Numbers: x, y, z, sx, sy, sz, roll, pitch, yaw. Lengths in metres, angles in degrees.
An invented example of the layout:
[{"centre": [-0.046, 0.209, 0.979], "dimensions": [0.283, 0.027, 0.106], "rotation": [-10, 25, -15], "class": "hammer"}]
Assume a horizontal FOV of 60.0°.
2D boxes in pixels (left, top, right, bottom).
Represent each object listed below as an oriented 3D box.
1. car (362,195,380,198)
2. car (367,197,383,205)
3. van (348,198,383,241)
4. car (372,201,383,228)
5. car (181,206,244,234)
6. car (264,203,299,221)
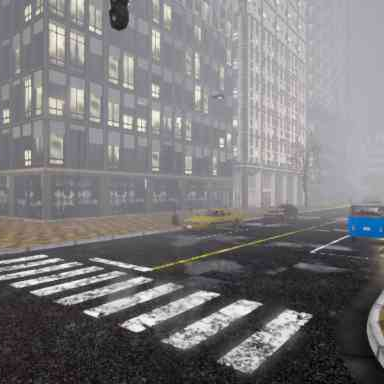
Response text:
[{"centre": [31.179, 1.376, 58.207], "dimensions": [2.192, 1.841, 5.009], "rotation": [0, 0, 38], "class": "car"}, {"centre": [34.571, 1.620, 62.617], "dimensions": [2.008, 1.369, 4.403], "rotation": [0, 0, 38], "class": "car"}, {"centre": [8.719, 1.366, 15.900], "dimensions": [1.690, 1.788, 3.998], "rotation": [0, 0, 38], "class": "van"}, {"centre": [13.679, 1.470, 22.531], "dimensions": [1.967, 1.590, 4.097], "rotation": [0, 0, 38], "class": "car"}, {"centre": [1.328, 1.534, 19.611], "dimensions": [1.752, 1.417, 4.829], "rotation": [0, 0, 38], "class": "car"}, {"centre": [7.433, 1.598, 27.336], "dimensions": [1.802, 1.307, 4.206], "rotation": [0, 0, 38], "class": "car"}]
